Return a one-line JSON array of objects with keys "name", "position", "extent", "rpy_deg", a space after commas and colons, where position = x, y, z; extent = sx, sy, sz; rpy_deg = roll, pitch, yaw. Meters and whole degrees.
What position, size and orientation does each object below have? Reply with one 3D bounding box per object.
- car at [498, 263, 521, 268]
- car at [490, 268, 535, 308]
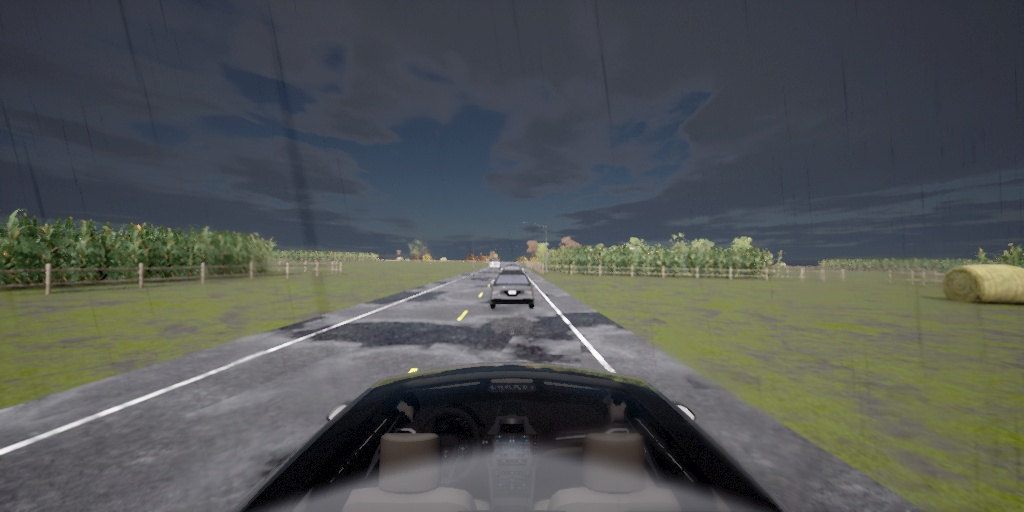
[{"name": "car", "position": [0.027, 1.507, 31.338], "extent": [1.882, 1.535, 5.008], "rpy_deg": [0, 0, 0]}, {"name": "car", "position": [0.011, 1.431, 15.856], "extent": [2.033, 1.411, 5.357], "rpy_deg": [0, -1, 0]}]
